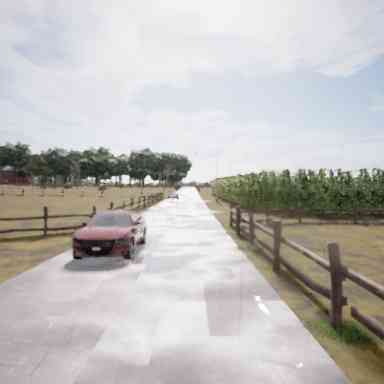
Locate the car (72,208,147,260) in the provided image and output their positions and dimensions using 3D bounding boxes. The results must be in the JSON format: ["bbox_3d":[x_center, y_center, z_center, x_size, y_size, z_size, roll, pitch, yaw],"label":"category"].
[{"bbox_3d":[-2.863,1.427,12.460,1.882,1.535,5.008,0,0,0],"label":"car"}]
